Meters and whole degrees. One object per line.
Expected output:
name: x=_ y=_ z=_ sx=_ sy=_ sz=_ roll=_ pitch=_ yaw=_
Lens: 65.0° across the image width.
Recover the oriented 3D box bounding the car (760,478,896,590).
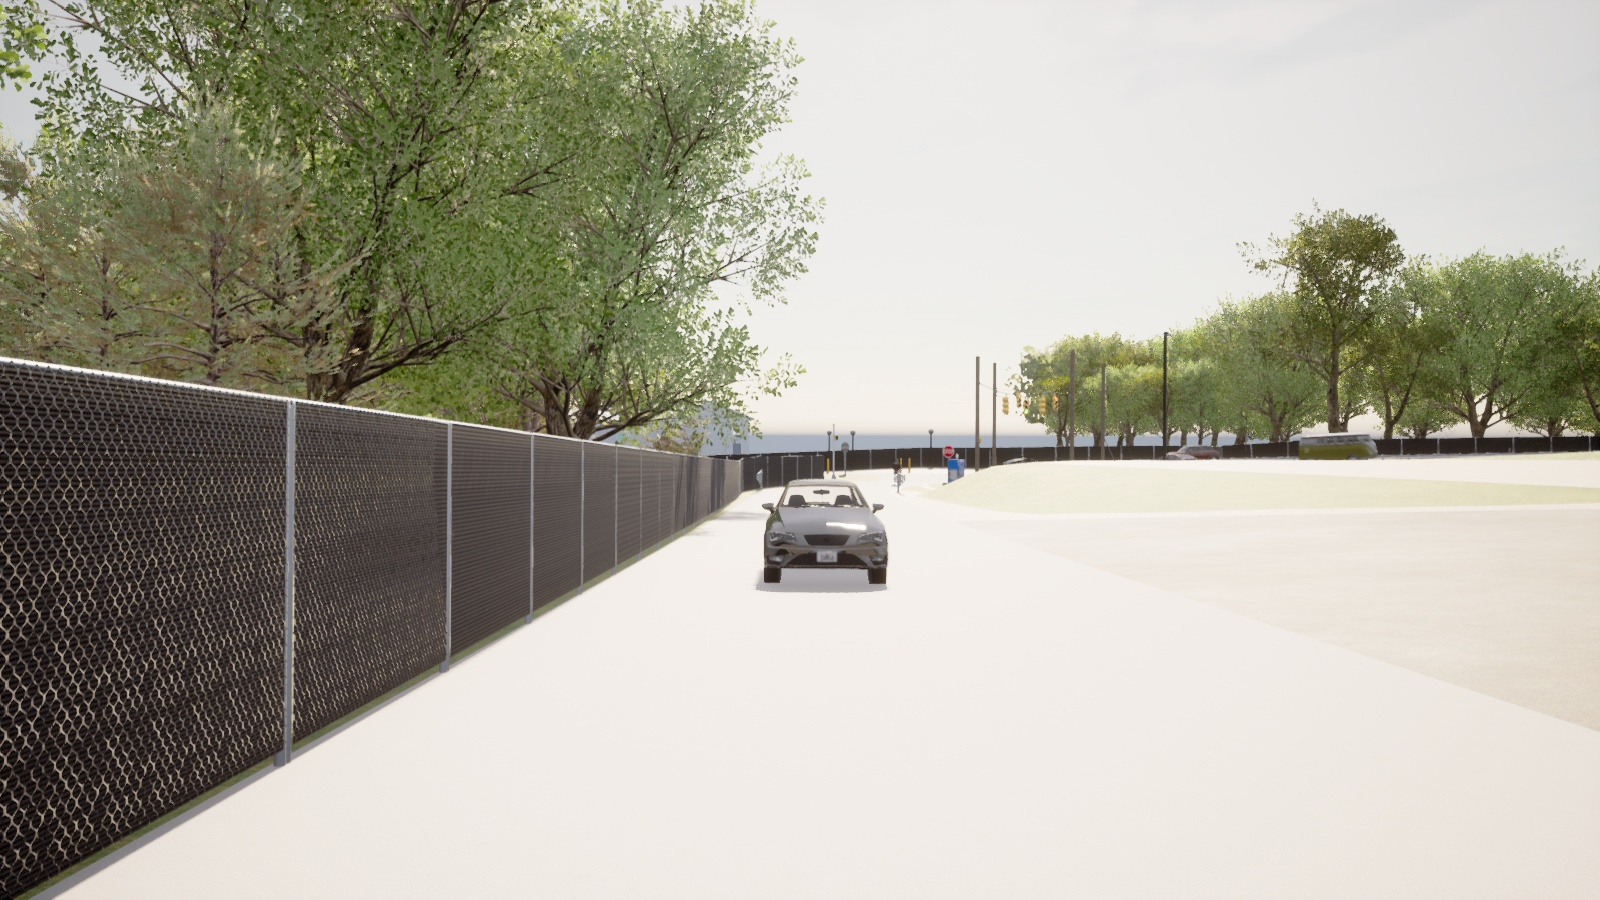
car: x=0.340 y=1.176 z=18.911 sx=1.816 sy=1.474 sz=4.193 roll=0 pitch=-1 yaw=-1

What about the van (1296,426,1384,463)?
van: x=32.570 y=-0.300 z=75.854 sx=1.775 sy=1.987 sz=4.442 roll=-2 pitch=-2 yaw=-45

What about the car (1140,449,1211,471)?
car: x=27.402 y=0.772 z=91.852 sx=2.033 sy=1.411 sz=5.357 roll=-1 pitch=-2 yaw=-22
